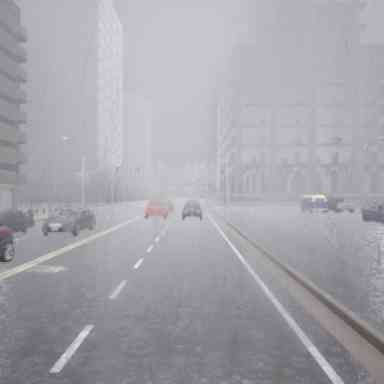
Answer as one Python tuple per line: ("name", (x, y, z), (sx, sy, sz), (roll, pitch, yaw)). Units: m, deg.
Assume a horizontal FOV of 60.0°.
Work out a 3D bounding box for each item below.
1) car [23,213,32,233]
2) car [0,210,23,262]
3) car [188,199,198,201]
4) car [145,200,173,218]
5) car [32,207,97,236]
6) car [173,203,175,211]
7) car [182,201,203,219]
("car", (-10.582, 1.702, 18.271), (2.033, 1.411, 5.357), (0, 0, 0))
("car", (-7.094, 1.432, 9.437), (2.097, 1.767, 4.553), (0, 0, 0))
("car", (0.086, 1.727, 44.549), (2.097, 1.767, 4.553), (0, -1, 1))
("car", (-3.382, 1.633, 33.238), (2.097, 1.767, 4.553), (0, 0, 0))
("car", (-7.077, 1.657, 19.622), (2.128, 1.511, 4.902), (0, 0, 0))
("car", (-3.412, 1.882, 44.646), (1.837, 1.490, 4.892), (0, 0, 0))
("car", (0.039, 1.871, 32.040), (1.895, 1.301, 4.718), (0, 0, 1))
